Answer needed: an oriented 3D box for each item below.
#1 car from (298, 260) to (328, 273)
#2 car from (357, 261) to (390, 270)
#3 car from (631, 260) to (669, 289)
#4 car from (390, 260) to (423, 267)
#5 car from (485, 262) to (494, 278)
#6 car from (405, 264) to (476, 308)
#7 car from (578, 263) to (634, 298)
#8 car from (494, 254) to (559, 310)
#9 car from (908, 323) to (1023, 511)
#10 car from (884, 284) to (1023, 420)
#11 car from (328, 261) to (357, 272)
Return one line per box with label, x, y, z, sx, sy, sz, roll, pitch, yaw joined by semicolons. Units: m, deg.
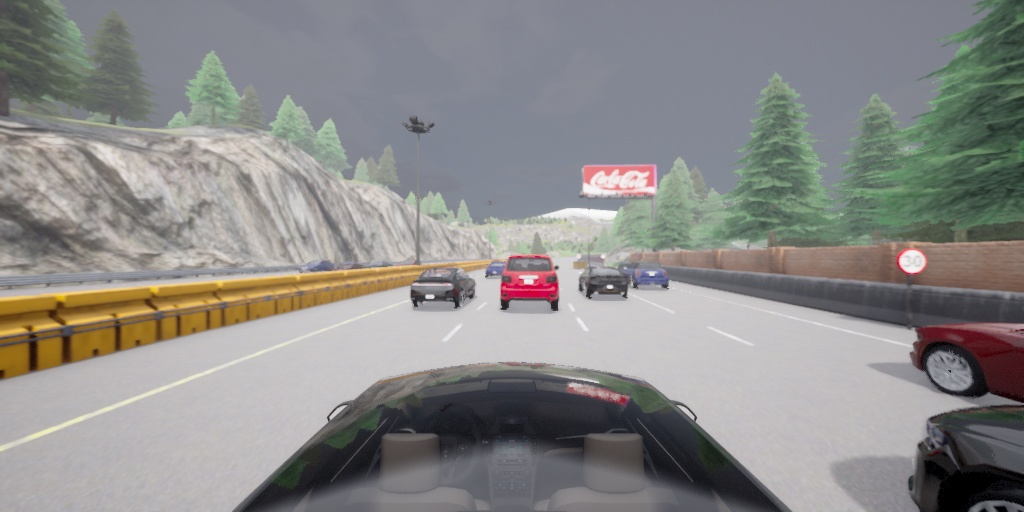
car;-21.899;1.168;40.388;1.812;1.442;4.674;0;0;5
car;-14.874;1.277;40.338;2.033;1.411;5.357;0;0;5
car;8.442;1.100;23.315;2.097;1.767;4.553;0;0;4
car;-11.385;1.185;40.059;1.882;1.535;5.008;0;0;5
car;-1.317;1.235;33.183;1.812;1.442;4.674;0;0;4
car;-2.719;1.218;15.010;2.128;1.511;4.902;0;0;4
car;4.544;1.221;18.420;1.882;1.535;5.008;0;0;4
car;0.776;0.958;14.885;2.150;2.045;5.566;0;0;5
car;3.673;1.254;0.417;2.128;1.511;4.902;0;0;0
car;7.190;1.246;3.538;1.882;1.535;5.008;0;0;1
car;-18.363;1.252;40.617;1.994;1.385;4.181;0;0;5
